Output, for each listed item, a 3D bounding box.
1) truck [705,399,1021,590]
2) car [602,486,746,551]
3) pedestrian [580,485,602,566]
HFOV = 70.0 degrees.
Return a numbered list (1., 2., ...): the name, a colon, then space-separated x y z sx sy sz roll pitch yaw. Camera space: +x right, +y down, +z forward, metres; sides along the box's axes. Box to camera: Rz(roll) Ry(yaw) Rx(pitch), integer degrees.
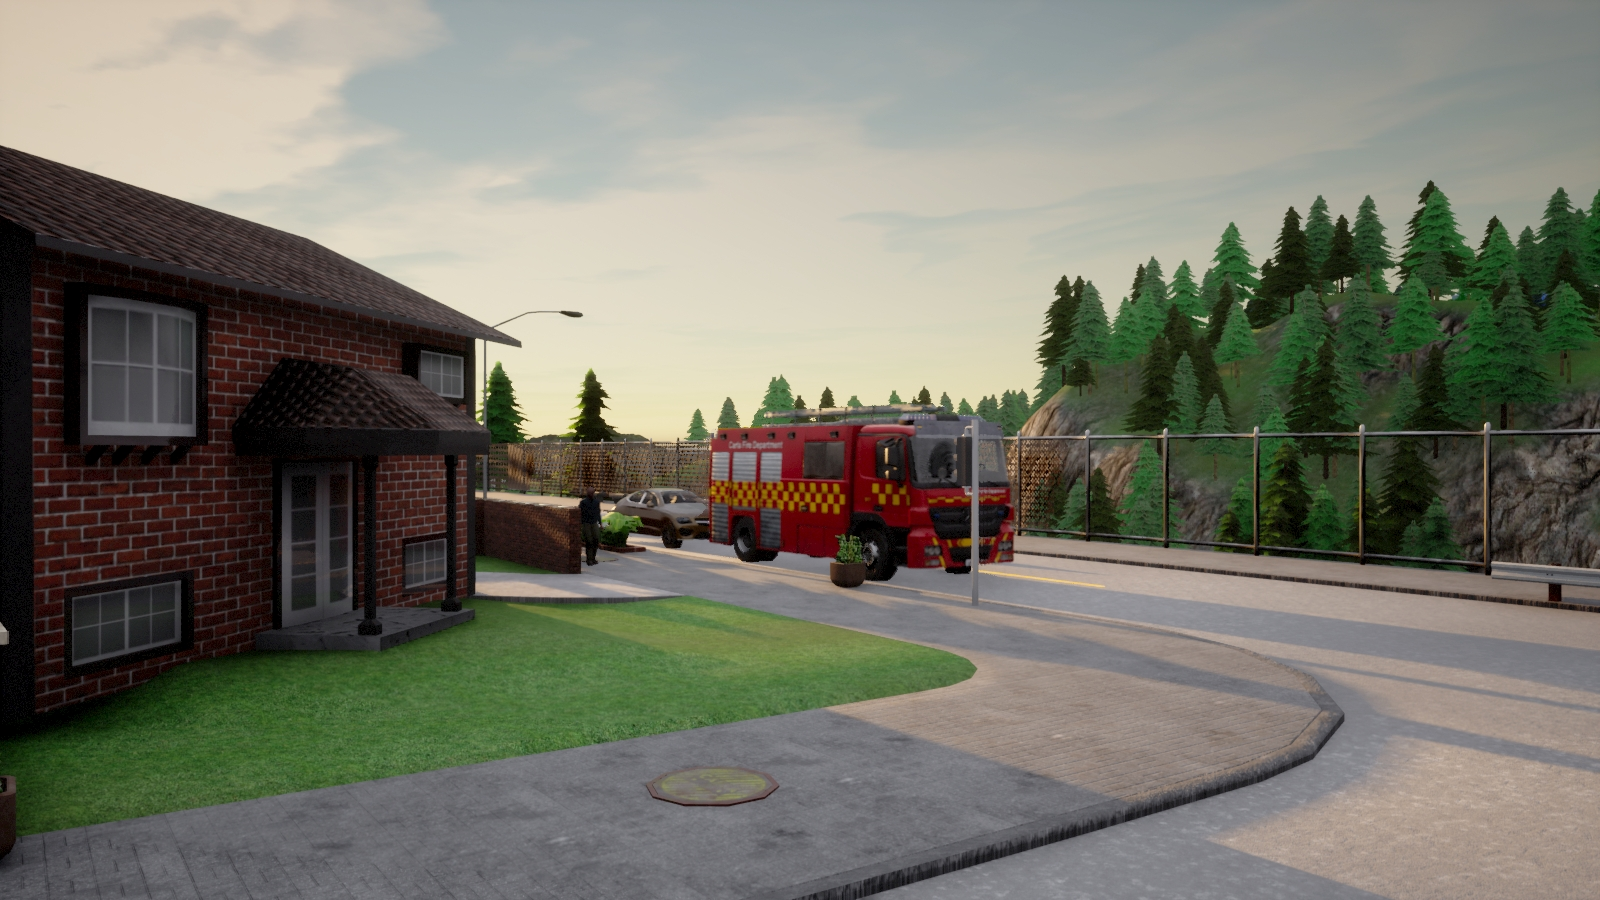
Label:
1. truck: 1.132 0.891 27.209 2.891 3.827 8.468 0 0 -35
2. car: -3.891 1.992 34.396 2.152 1.651 5.027 0 0 -35
3. pedestrian: -4.852 1.745 26.509 0.375 1.860 0.375 0 0 -31
